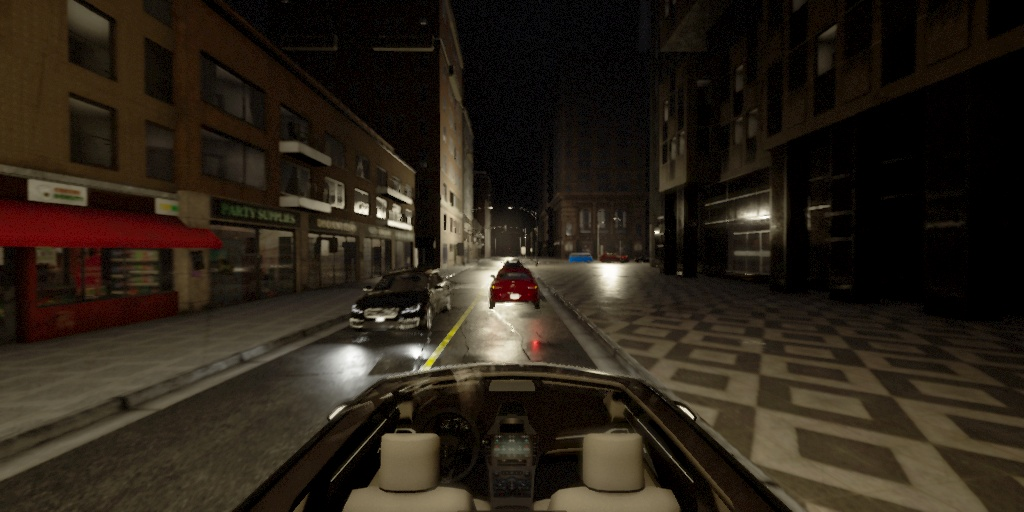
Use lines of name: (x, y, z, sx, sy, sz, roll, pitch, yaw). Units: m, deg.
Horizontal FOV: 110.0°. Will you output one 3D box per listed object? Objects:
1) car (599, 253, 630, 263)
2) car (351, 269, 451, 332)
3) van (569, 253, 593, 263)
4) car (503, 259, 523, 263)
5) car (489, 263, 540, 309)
car: (17.365, 0.418, 61.180, 5.009, 1.841, 2.192, 0, 0, -1)
car: (-3.001, 1.172, 10.602, 1.837, 1.490, 4.892, 0, 1, 0)
van: (11.724, 0.447, 61.094, 3.998, 1.789, 1.690, 0, 0, -1)
car: (0.096, 0.987, 33.149, 1.994, 1.385, 4.181, 0, 1, 0)
car: (0.094, 1.159, 14.187, 1.812, 1.442, 4.674, 0, 1, 0)
